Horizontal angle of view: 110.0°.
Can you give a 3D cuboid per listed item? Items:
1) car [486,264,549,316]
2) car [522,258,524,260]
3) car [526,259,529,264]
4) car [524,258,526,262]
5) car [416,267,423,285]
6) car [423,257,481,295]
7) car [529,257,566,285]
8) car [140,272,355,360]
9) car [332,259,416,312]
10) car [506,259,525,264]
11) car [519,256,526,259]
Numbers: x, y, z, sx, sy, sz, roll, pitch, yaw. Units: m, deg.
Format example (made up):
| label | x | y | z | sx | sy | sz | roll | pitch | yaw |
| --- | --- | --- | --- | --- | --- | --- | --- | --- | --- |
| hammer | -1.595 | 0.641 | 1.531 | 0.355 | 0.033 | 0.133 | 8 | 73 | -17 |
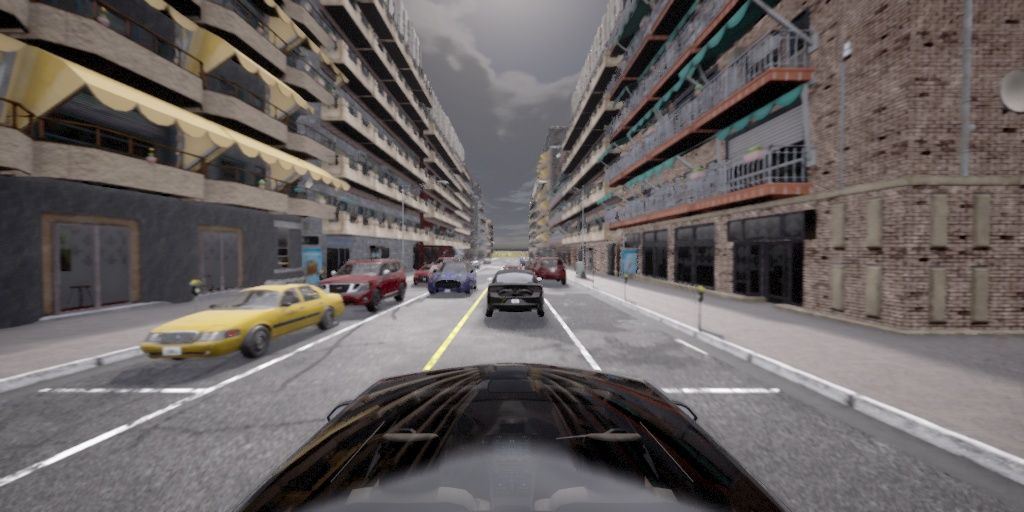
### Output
| label | x | y | z | sx | sy | sz | roll | pitch | yaw |
| --- | --- | --- | --- | --- | --- | --- | --- | --- | --- |
| car | 0.104 | 1.216 | 13.312 | 1.882 | 1.535 | 5.008 | 0 | 0 | 0 |
| car | 2.675 | 1.256 | 48.296 | 1.948 | 1.339 | 4.313 | 0 | 0 | 0 |
| car | 2.665 | 1.032 | 31.303 | 2.192 | 1.841 | 5.009 | 0 | 0 | 0 |
| car | 2.668 | 1.245 | 42.632 | 1.888 | 1.381 | 4.507 | 0 | 0 | 0 |
| car | -5.684 | 1.270 | 25.581 | 1.888 | 1.381 | 4.507 | 0 | 0 | 0 |
| car | -3.091 | 1.084 | 19.466 | 2.097 | 1.767 | 4.553 | 0 | 0 | 0 |
| car | 2.664 | 1.039 | 25.637 | 2.192 | 1.841 | 5.009 | 0 | 0 | 0 |
| car | -5.689 | 1.269 | 8.416 | 1.751 | 1.417 | 4.829 | 0 | 0 | 0 |
| car | -5.687 | 1.052 | 14.251 | 2.192 | 1.841 | 5.009 | 0 | 0 | 0 |
| car | 0.111 | 1.307 | 38.975 | 1.895 | 1.301 | 4.718 | 0 | 0 | 0 |
| car | 2.709 | 1.225 | 65.289 | 1.948 | 1.339 | 4.313 | 0 | 0 | 0 |
